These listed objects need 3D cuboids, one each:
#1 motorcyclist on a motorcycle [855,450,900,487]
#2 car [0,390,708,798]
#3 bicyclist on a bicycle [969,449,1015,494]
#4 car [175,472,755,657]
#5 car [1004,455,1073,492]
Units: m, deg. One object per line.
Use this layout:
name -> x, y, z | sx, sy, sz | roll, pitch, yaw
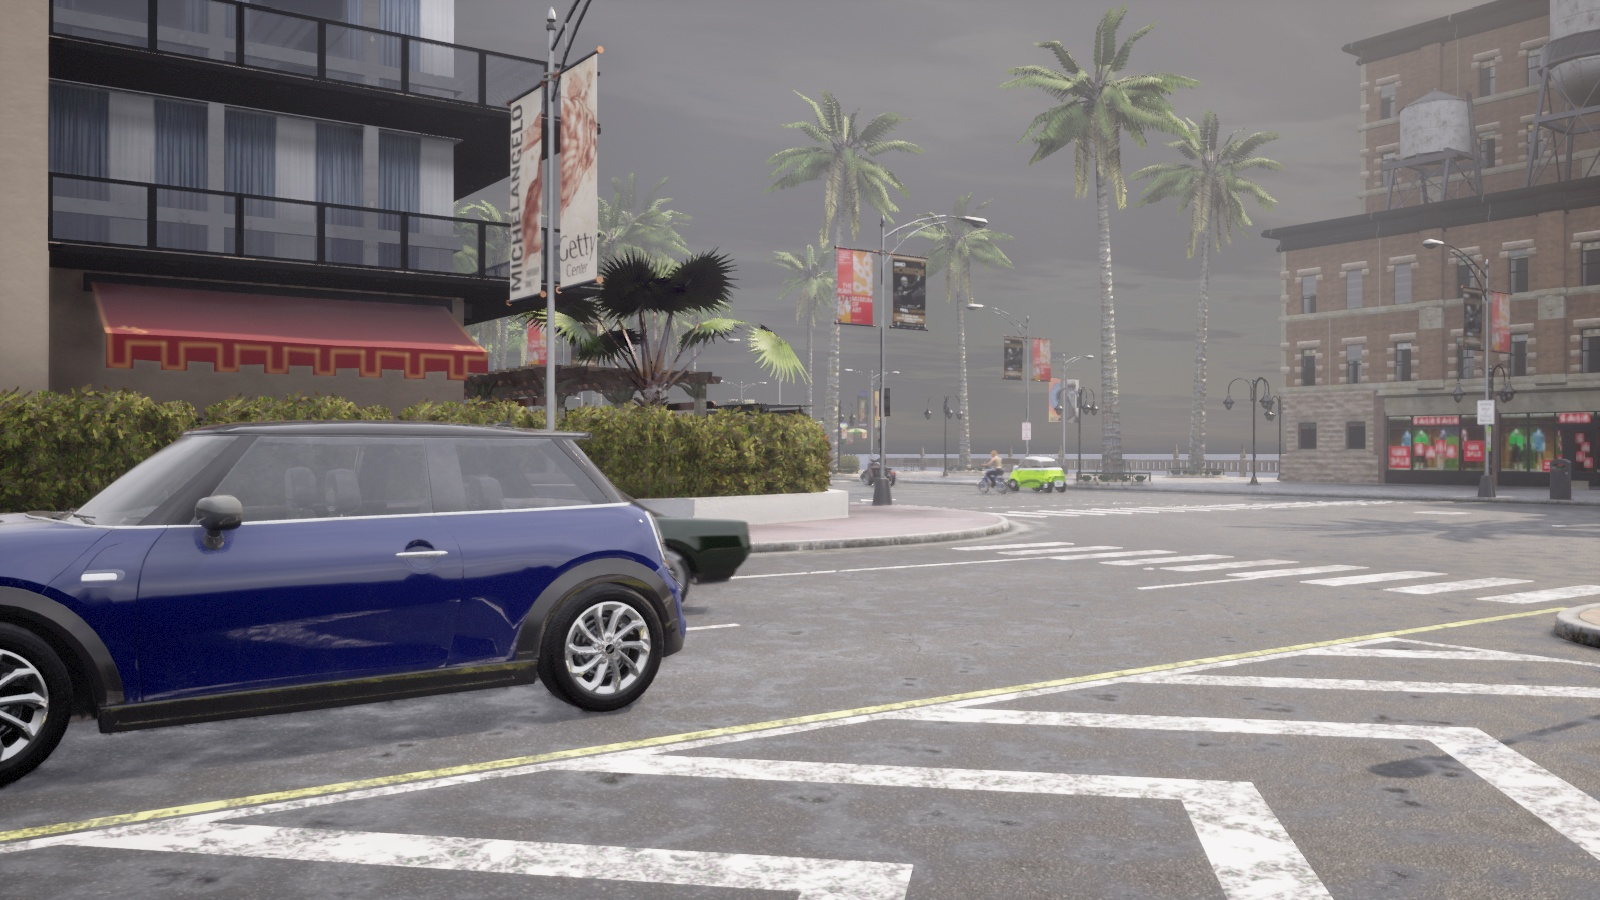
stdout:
motorcyclist on a motorcycle -> 3.522, 0.831, 57.152 | 0.766, 1.649, 2.350 | 0, 0, -35
car -> -3.014, 0.627, 7.046 | 4.553, 1.767, 2.097 | 0, 0, -35
bicyclist on a bicycle -> 6.995, 0.782, 45.847 | 0.866, 1.612, 1.509 | 0, 0, -34
car -> -2.905, 0.880, 11.383 | 4.718, 1.301, 1.895 | 0, 0, -35
car -> 9.241, 0.902, 48.769 | 1.481, 1.376, 2.207 | 0, 0, -34
